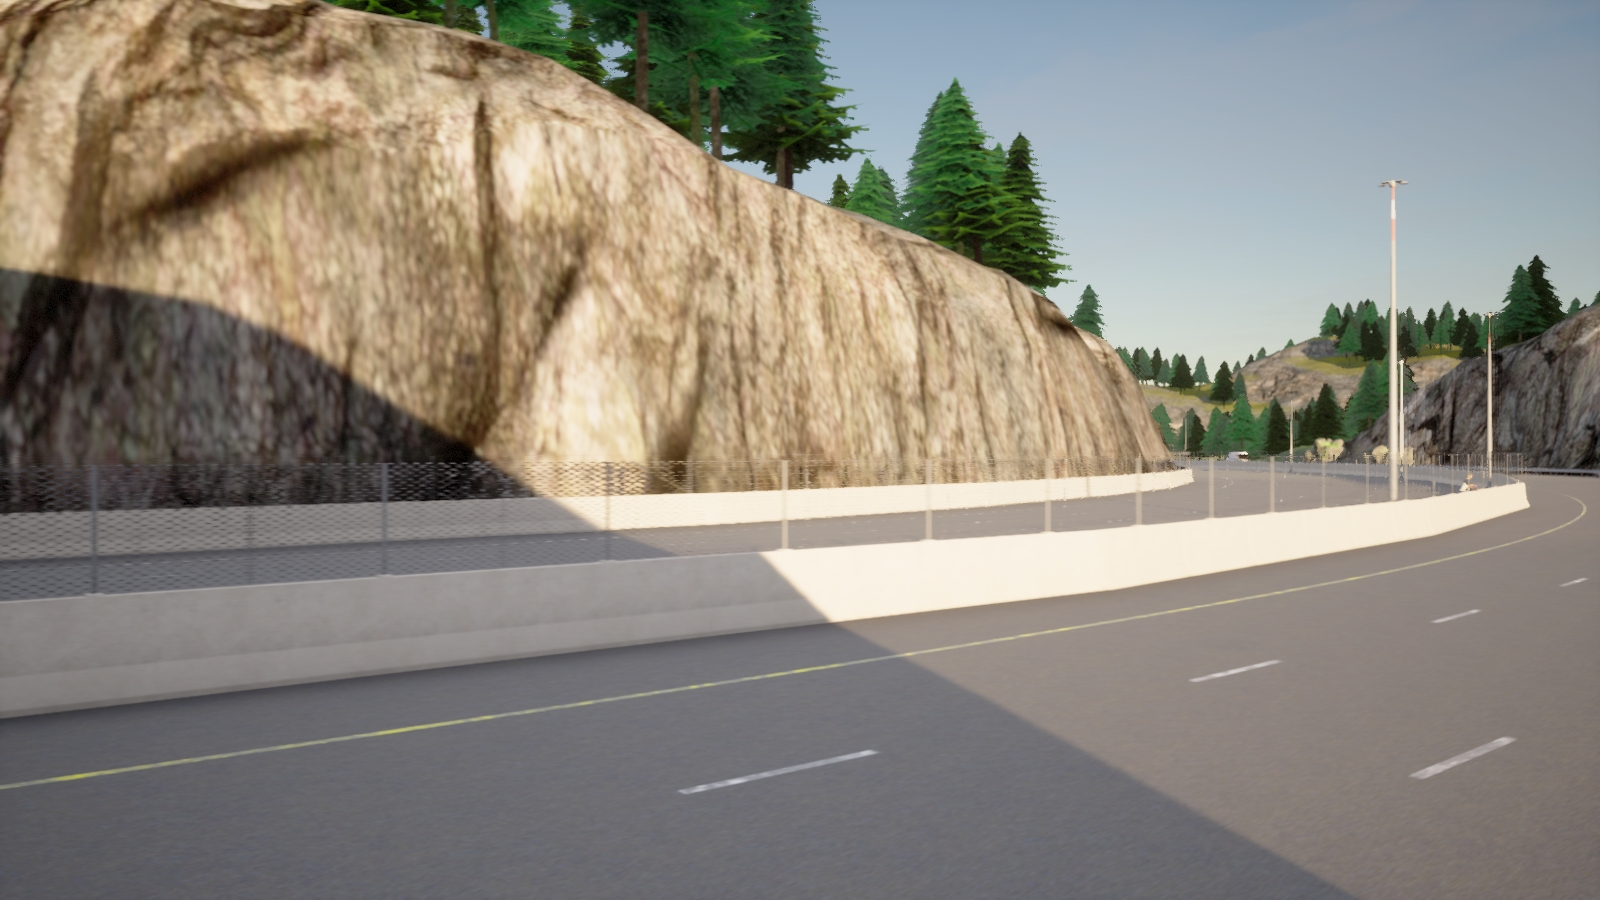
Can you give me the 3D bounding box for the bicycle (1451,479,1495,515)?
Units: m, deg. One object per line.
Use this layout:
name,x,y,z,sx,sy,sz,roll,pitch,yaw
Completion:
bicycle,29.466,2.057,50.038,1.643,1.514,0.373,0,0,39
